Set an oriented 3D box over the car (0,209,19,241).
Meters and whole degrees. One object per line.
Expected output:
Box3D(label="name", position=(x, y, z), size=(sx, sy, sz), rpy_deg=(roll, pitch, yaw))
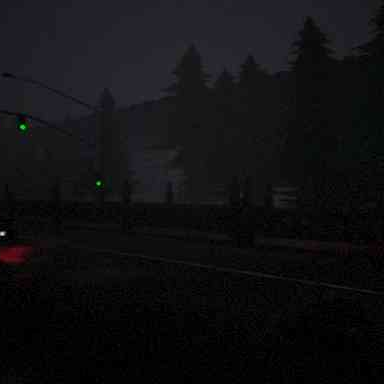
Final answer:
Box3D(label="car", position=(-9.896, 1.487, 15.348), size=(4.892, 1.490, 1.837), rpy_deg=(0, 0, 35))
